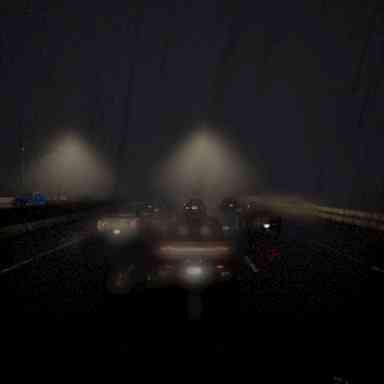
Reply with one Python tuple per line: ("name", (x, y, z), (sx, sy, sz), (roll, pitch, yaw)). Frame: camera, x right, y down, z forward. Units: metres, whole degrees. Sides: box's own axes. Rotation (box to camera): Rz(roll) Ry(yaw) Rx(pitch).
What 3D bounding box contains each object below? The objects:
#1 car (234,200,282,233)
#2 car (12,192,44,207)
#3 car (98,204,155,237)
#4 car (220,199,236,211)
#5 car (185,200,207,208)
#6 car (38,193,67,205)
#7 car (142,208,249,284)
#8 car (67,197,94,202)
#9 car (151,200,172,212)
("car", (3.723, 1.404, 18.844), (1.837, 1.490, 4.892), (0, 0, 1))
("car", (-20.533, 1.012, 42.294), (2.150, 2.045, 5.566), (0, 0, 2))
("car", (-3.299, 1.508, 17.217), (1.895, 1.301, 4.718), (0, 0, 1))
("car", (3.983, 1.390, 34.490), (1.994, 1.385, 4.181), (0, 0, 1))
("car", (0.367, 1.397, 29.093), (2.033, 1.411, 5.357), (0, 0, 1))
("car", (-17.030, 1.281, 42.227), (2.128, 1.511, 4.902), (0, 0, 2))
("car", (0.100, 1.440, 9.393), (2.128, 1.511, 4.902), (0, 0, 1))
("car", (-13.542, 1.317, 41.802), (1.812, 1.442, 4.674), (0, 0, 2))
("car", (-3.063, 1.434, 32.484), (1.895, 1.301, 4.718), (0, 0, 1))
